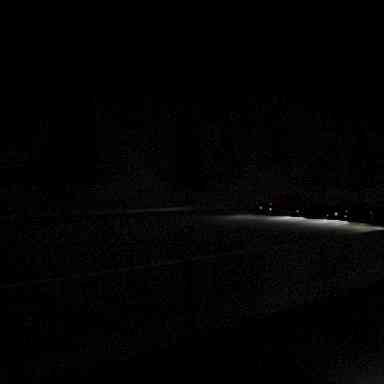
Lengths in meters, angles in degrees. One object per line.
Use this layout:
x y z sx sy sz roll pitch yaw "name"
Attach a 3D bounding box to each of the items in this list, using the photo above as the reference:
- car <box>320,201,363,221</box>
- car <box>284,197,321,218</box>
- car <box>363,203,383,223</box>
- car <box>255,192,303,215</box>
12.202 1.404 25.580 4.181 1.385 1.994 0 0 -35 "car"
10.309 1.403 28.529 4.181 1.385 1.994 0 0 -35 "car"
14.029 1.319 22.585 5.008 1.535 1.882 0 0 -35 "car"
8.435 1.062 31.494 5.566 2.045 2.150 0 0 -35 "car"
